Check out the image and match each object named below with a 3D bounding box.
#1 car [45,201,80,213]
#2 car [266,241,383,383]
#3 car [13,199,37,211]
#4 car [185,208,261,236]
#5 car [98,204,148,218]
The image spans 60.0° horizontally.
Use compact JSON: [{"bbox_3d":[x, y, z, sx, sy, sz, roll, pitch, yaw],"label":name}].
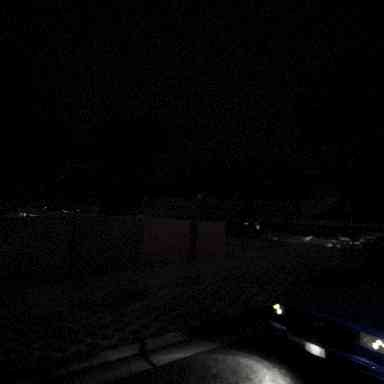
[{"bbox_3d":[-12.963,1.689,33.184,4.892,1.490,1.837,1,3,44],"label":"car"},{"bbox_3d":[3.697,1.604,5.704,5.357,1.411,2.033,1,0,-36],"label":"car"},{"bbox_3d":[-20.941,1.634,41.594,2.128,1.511,4.902,-3,3,-40],"label":"car"},{"bbox_3d":[1.830,1.764,20.595,4.902,1.511,2.128,0,3,37],"label":"car"},{"bbox_3d":[-5.560,1.732,26.451,4.902,1.511,2.128,0,3,40],"label":"car"}]
